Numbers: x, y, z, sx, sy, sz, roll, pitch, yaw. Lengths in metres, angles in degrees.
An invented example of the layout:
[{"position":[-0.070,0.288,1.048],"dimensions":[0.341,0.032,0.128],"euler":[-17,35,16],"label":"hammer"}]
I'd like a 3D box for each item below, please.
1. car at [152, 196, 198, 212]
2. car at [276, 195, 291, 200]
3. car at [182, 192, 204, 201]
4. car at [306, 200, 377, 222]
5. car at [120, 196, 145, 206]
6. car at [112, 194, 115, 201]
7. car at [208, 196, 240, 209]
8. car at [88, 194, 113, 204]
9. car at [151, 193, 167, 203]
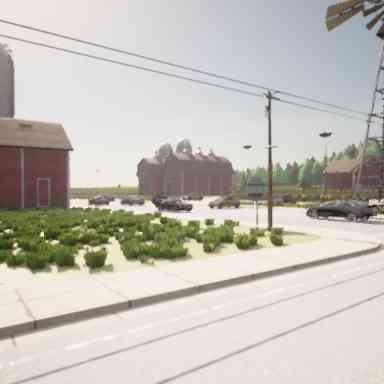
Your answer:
[{"position":[-1.865,1.435,34.546],"dimensions":[1.895,1.301,4.718],"euler":[-1,0,-36],"label":"car"},{"position":[13.630,1.166,48.970],"dimensions":[3.905,1.438,1.784],"euler":[-1,0,-36],"label":"car"},{"position":[0.211,0.960,67.006],"dimensions":[4.605,1.855,1.932],"euler":[-1,0,-36],"label":"car"},{"position":[10.628,1.289,23.974],"dimensions":[2.128,1.511,4.902],"euler":[-1,0,-37],"label":"car"},{"position":[-9.032,1.352,50.355],"dimensions":[2.033,1.411,5.357],"euler":[-1,0,-36],"label":"car"},{"position":[-18.760,1.251,70.493],"dimensions":[4.611,1.667,2.242],"euler":[-1,0,-36],"label":"car"},{"position":[3.951,1.267,40.411],"dimensions":[4.193,1.474,1.816],"euler":[-1,0,-36],"label":"car"},{"position":[-14.505,1.438,51.780],"dimensions":[1.895,1.301,4.718],"euler":[-1,0,-36],"label":"car"},{"position":[-4.469,1.081,50.956],"dimensions":[3.866,1.878,1.905],"euler":[-1,0,-36],"label":"car"}]
